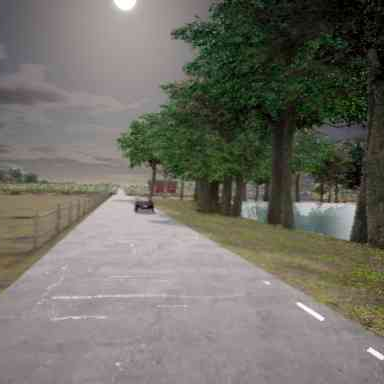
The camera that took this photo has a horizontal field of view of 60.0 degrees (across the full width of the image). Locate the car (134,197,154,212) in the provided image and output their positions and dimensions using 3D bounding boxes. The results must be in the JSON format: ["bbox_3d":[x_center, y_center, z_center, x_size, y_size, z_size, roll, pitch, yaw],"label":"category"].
[{"bbox_3d":[-5.120,1.230,35.189,1.882,1.535,5.008,3,0,-12],"label":"car"}]
